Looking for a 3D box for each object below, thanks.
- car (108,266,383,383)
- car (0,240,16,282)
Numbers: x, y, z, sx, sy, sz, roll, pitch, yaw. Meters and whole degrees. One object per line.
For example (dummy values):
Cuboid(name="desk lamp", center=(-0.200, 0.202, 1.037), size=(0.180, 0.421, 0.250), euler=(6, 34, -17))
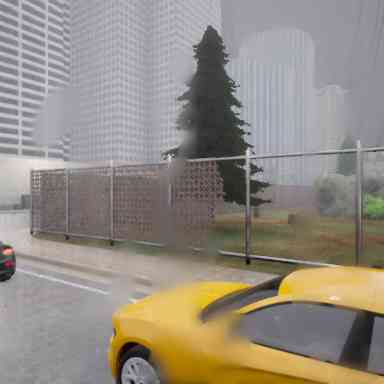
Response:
Cuboid(name="car", center=(1.348, 1.477, 3.062), size=(5.008, 1.535, 1.882), euler=(0, 0, 35))
Cuboid(name="car", center=(-6.258, 1.522, 8.424), size=(4.674, 1.442, 1.812), euler=(0, 0, 35))
